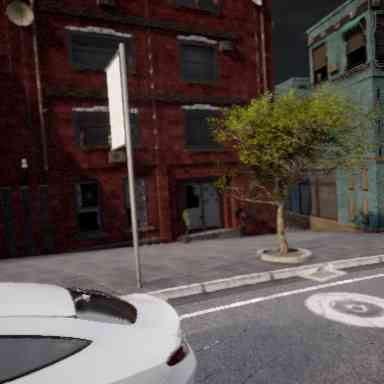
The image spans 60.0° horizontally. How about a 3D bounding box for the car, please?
[{"bbox_3d":[-2.125,1.502,2.295,4.674,1.442,1.812,0,1,-34],"label":"car"}]
